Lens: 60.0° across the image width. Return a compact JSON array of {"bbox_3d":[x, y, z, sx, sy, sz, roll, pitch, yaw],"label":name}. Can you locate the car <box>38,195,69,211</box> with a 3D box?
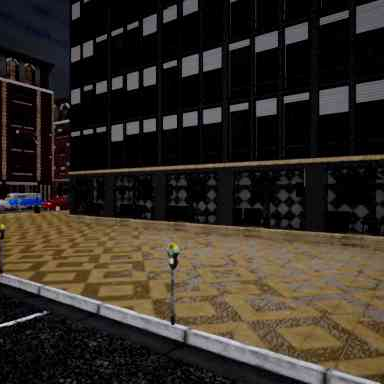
[{"bbox_3d":[-13.512,1.269,35.105,1.887,1.381,4.507,1,1,35],"label":"car"}]

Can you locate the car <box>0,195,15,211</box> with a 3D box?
[{"bbox_3d":[-21.064,1.306,33.767,1.812,1.442,4.674,0,1,35],"label":"car"}]

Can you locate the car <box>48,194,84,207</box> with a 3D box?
[{"bbox_3d":[-16.751,1.079,44.230,1.967,1.590,4.097,1,1,35],"label":"car"}]

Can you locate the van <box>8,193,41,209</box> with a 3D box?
[{"bbox_3d":[-19.988,1.050,39.590,1.690,1.788,3.998,1,1,35],"label":"van"}]
